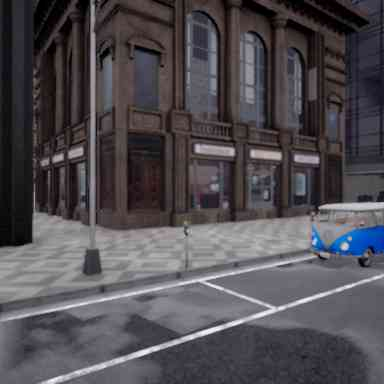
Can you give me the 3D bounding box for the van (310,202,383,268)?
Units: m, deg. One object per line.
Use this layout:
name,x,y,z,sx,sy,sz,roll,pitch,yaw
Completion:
van,5.487,1.246,10.664,3.998,1.788,1.690,-1,1,-35
